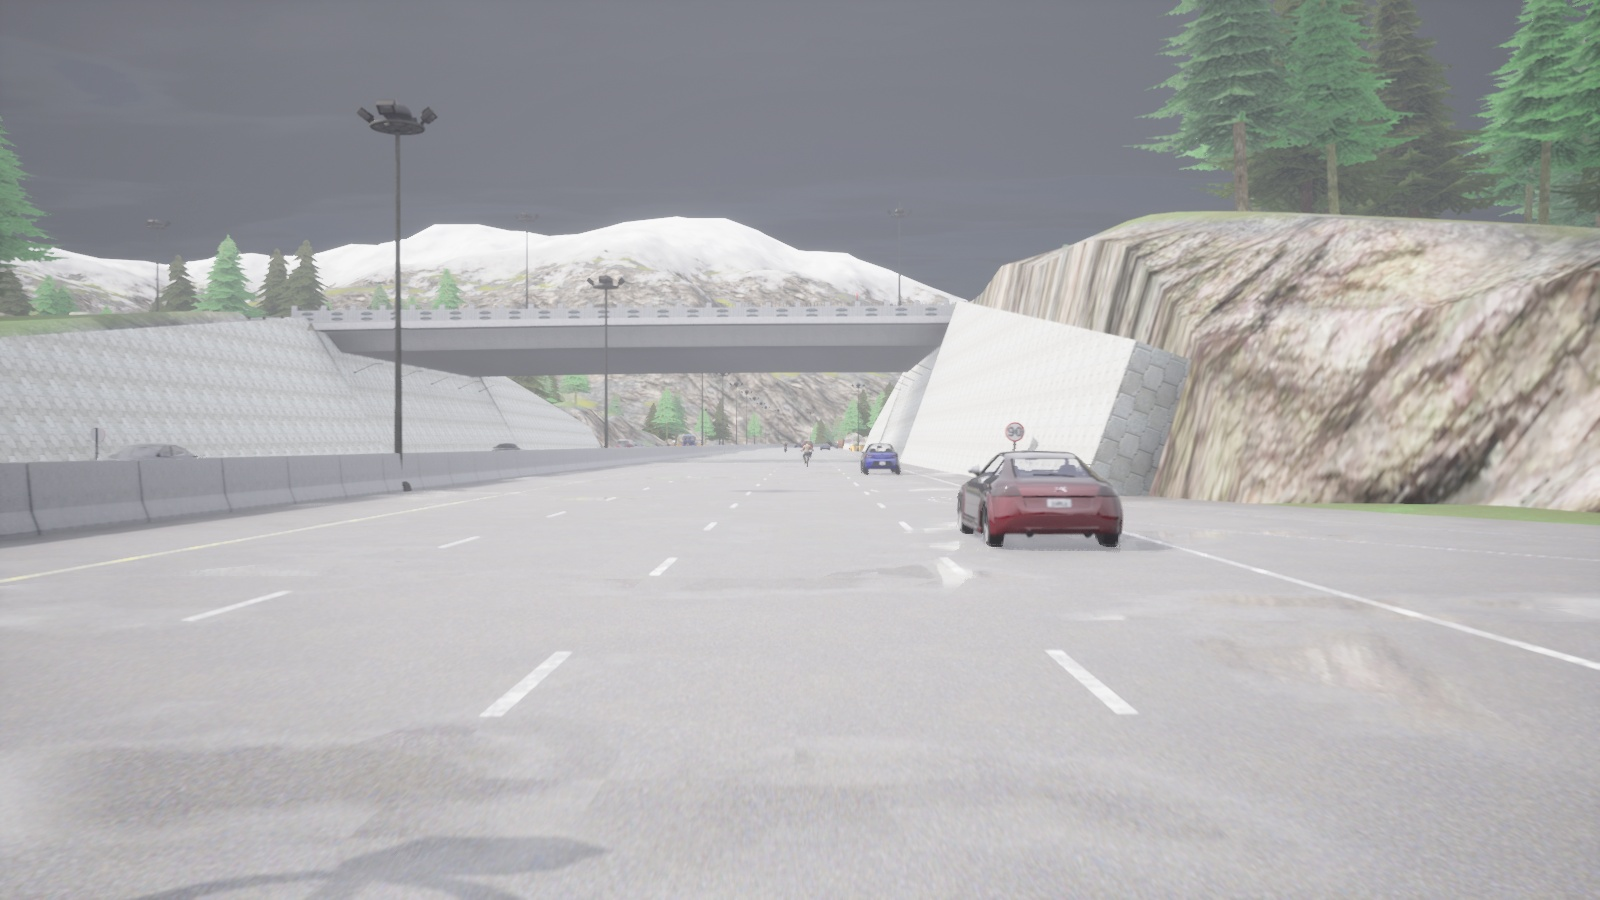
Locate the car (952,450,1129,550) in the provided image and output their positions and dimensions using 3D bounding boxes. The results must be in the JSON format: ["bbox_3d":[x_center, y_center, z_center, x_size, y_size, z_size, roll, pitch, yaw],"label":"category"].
[{"bbox_3d":[3.627,0.702,19.684,1.994,1.385,4.181,0,0,0],"label":"car"}]

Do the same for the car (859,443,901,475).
[{"bbox_3d":[3.862,0.419,61.054,1.816,1.474,4.193,0,0,0],"label":"car"}]

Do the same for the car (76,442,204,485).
[{"bbox_3d":[-24.222,0.466,46.333,2.163,1.488,4.792,0,0,0],"label":"car"}]
